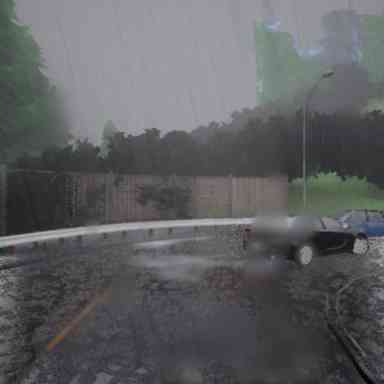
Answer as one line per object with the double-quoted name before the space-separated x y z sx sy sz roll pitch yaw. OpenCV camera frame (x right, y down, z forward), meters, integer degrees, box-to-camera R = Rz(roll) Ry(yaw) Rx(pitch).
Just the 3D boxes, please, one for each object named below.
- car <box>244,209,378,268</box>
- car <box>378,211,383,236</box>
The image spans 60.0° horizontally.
"car" 4.009 1.478 11.388 5.008 1.535 1.882 0 -2 -34
"car" 7.960 1.546 16.152 5.357 1.411 2.033 0 0 -3
